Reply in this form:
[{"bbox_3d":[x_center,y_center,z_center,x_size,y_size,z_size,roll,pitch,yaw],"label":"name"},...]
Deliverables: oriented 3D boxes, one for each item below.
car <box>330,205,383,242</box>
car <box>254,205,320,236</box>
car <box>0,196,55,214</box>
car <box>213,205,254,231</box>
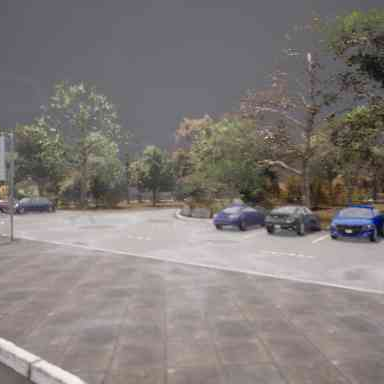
[{"bbox_3d":[8.321,1.454,16.616,2.097,1.535,5.008,0,0,36],"label":"car"},{"bbox_3d":[5.651,1.456,18.511,2.231,1.521,4.892,0,0,36],"label":"car"},{"bbox_3d":[-16.791,1.336,34.597,2.185,1.767,4.553,0,0,35],"label":"car"},{"bbox_3d":[2.988,1.496,20.418,2.002,1.452,4.674,0,0,36],"label":"car"}]
